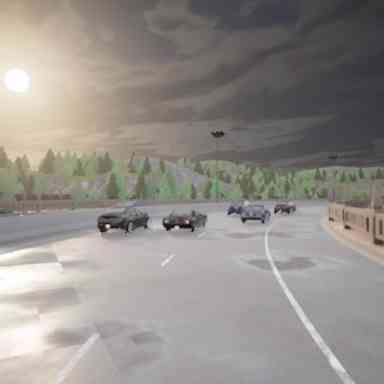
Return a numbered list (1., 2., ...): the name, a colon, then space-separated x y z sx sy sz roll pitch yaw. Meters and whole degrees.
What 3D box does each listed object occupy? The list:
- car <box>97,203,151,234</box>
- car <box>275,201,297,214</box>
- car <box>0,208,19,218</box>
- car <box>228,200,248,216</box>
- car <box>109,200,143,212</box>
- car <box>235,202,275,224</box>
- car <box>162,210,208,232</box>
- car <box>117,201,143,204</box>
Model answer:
1. car: -4.086 1.682 20.766 1.837 1.490 4.892 0 -1 14
2. car: 11.543 1.905 40.981 1.837 1.490 4.892 -1 0 30
3. car: -11.913 1.637 18.659 2.128 1.511 4.902 0 -1 12
4. car: 5.625 1.709 37.254 2.097 1.767 4.553 0 -1 25
5. car: -9.280 1.974 46.965 2.128 1.511 4.902 0 -1 28
6. car: 5.372 1.801 27.789 2.033 1.411 5.357 0 -1 20
7. car: -0.299 1.791 21.594 1.895 1.301 4.718 0 -1 15
8. car: -7.578 1.902 42.545 1.882 1.535 5.008 0 -1 26
